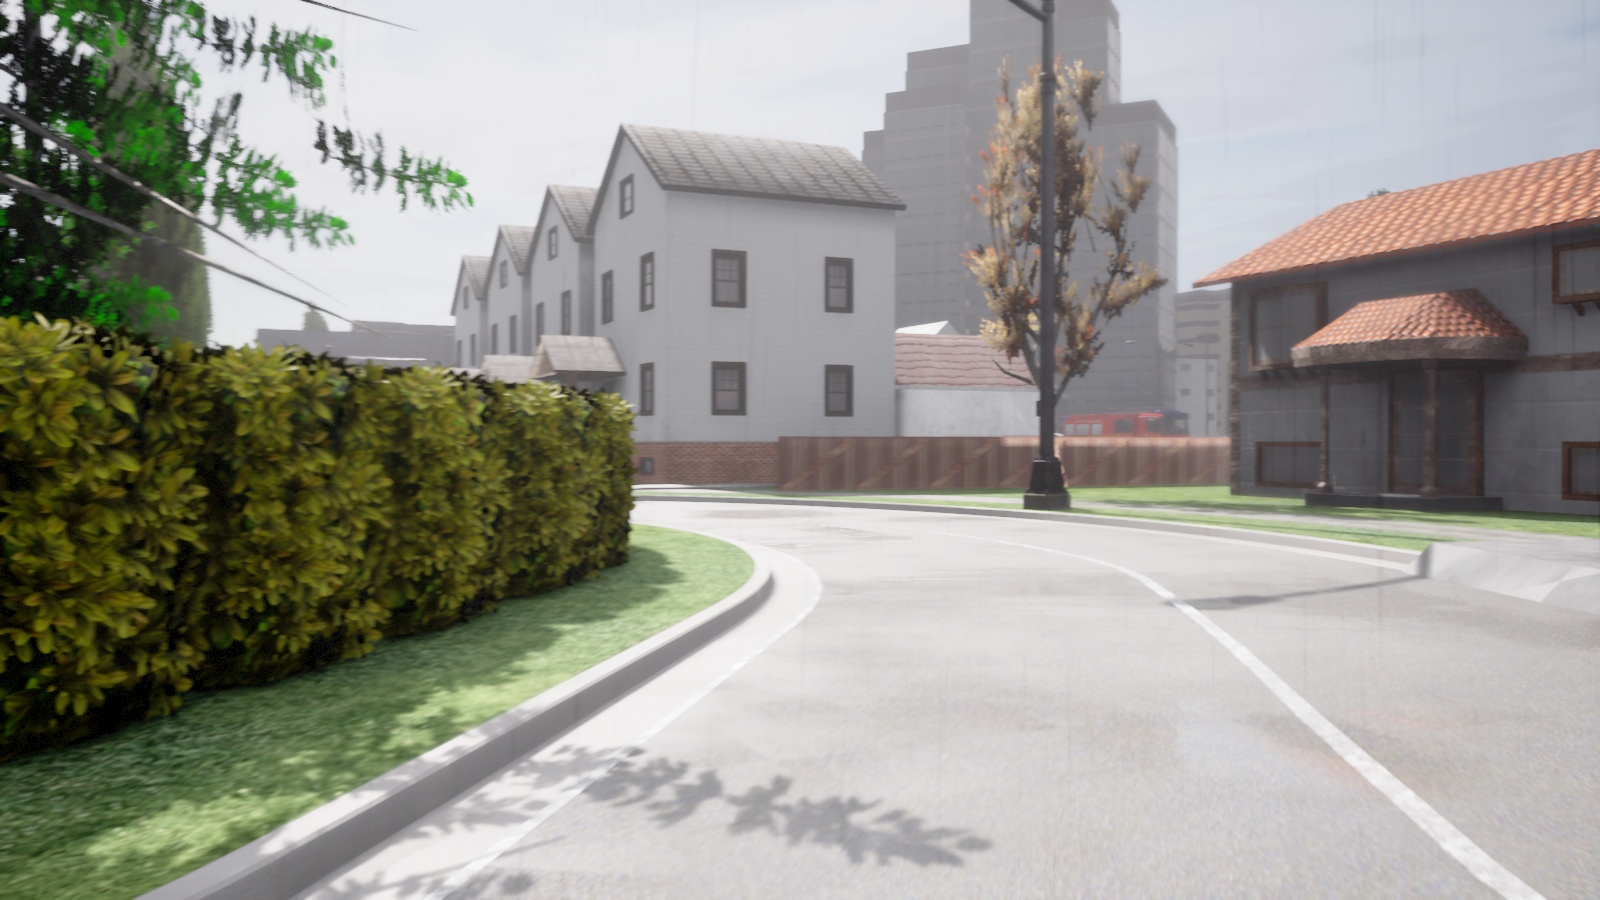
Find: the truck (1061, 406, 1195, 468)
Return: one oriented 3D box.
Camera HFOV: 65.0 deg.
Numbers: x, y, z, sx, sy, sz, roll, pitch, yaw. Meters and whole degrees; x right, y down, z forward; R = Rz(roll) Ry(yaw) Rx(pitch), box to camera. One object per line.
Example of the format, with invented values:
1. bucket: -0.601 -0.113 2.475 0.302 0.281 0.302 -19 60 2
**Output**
1. truck: 21.129 -0.829 81.474 2.891 3.827 8.468 0 0 -36
